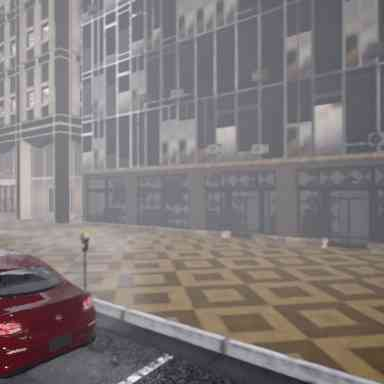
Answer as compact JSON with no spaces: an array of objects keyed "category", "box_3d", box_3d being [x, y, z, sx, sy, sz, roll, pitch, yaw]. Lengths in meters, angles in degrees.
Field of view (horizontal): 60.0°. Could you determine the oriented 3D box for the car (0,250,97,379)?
[{"category":"car","box_3d":[-3.187,1.544,5.000,4.206,1.307,1.802,0,0,35]}]
